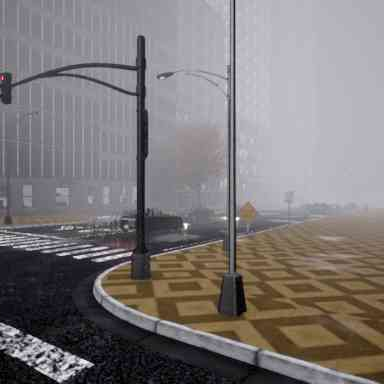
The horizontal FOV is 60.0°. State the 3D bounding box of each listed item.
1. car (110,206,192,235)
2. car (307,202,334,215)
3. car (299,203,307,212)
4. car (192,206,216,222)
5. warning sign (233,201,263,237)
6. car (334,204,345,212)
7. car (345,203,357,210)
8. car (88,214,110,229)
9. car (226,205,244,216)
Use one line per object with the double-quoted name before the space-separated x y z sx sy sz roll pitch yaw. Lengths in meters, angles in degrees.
"car" -2.428 1.806 20.991 2.128 1.511 4.902 0 -1 33
"car" 18.339 2.267 47.346 2.097 1.767 4.553 0 -1 33
"car" 18.829 2.542 54.120 1.812 1.442 4.674 0 -1 33
"car" 0.313 2.045 31.660 2.033 1.411 5.357 0 -1 33
"warning sign" 3.131 1.454 18.532 1.300 1.860 1.060 1 1 33
"car" 23.793 2.640 55.845 2.033 1.411 5.357 0 -1 33
"car" 31.396 2.837 65.759 1.812 1.442 4.674 0 -1 33
"car" -4.953 1.924 23.465 1.895 1.301 4.718 0 -1 33
"car" 5.682 2.240 40.003 1.994 1.385 4.181 0 -1 33
